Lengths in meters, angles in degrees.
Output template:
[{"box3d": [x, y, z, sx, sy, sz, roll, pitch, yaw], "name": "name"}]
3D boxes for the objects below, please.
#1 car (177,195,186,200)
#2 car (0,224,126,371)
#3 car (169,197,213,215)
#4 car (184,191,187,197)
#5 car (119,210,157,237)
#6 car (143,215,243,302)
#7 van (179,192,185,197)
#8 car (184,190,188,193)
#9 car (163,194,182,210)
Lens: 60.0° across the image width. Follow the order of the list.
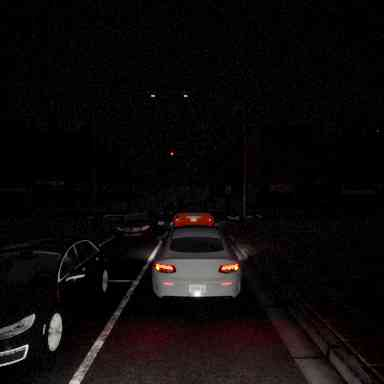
[{"box3d": [-2.749, 1.429, 87.809, 2.008, 1.369, 4.403, -1, 0, 0], "name": "car"}, {"box3d": [-2.665, 1.548, 5.817, 2.008, 1.369, 4.403, -2, 0, 0], "name": "car"}, {"box3d": [0.080, 1.353, 18.072, 2.097, 1.767, 4.553, 0, 0, 0], "name": "car"}, {"box3d": [-2.740, 1.308, 71.188, 2.192, 1.841, 5.009, -1, 0, 0], "name": "car"}, {"box3d": [-2.676, 1.582, 16.711, 1.802, 1.307, 4.206, -2, 0, 0], "name": "car"}, {"box3d": [0.091, 1.523, 8.109, 1.812, 1.442, 4.674, 0, 0, 0], "name": "car"}, {"box3d": [-2.734, 1.359, 65.645, 1.690, 1.788, 3.998, -1, 0, 0], "name": "van"}, {"box3d": [-2.758, 1.132, 93.358, 2.192, 1.841, 5.009, -1, 1, 0], "name": "car"}, {"box3d": [-2.712, 1.483, 43.489, 1.967, 1.590, 4.097, -2, 0, 0], "name": "car"}]
